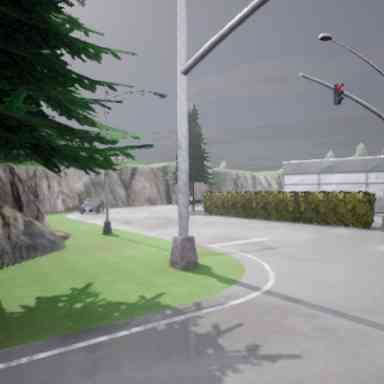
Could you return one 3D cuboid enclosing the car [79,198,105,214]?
[{"bbox_3d":[-9.888,1.369,33.200,2.128,1.511,4.902,-1,0,-5],"label":"car"}]

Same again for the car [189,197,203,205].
[{"bbox_3d":[0.007,1.327,49.792,4.718,1.301,1.895,-1,0,-39],"label":"car"}]
